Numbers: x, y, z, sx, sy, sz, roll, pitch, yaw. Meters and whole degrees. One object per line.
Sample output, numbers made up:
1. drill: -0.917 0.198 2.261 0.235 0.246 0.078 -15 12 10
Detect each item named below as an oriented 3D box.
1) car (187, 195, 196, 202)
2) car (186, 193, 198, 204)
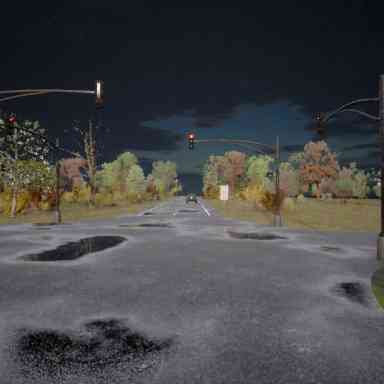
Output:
1. car: -0.055 1.464 77.963 2.033 1.411 5.357 0 0 0
2. car: -0.047 1.292 67.572 2.150 2.045 5.566 0 0 0
